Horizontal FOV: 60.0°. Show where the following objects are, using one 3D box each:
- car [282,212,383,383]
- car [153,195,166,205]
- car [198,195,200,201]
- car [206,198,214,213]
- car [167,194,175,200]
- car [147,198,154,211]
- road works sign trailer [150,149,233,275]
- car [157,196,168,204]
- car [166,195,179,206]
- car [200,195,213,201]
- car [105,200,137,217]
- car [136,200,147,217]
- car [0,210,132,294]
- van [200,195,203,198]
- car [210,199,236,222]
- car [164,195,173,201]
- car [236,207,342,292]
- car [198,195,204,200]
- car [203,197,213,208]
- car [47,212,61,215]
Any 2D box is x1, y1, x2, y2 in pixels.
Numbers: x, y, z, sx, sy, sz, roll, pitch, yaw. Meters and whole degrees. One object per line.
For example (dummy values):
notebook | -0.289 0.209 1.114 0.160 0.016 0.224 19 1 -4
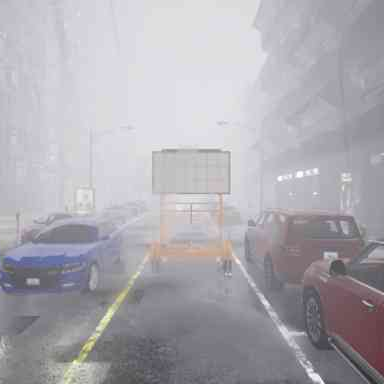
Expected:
car | 2.697 1.316 3.181 2.192 1.841 5.009 1 0 0
car | -5.787 1.427 54.111 1.967 1.590 4.097 1 0 0
car | 2.546 1.549 76.718 1.802 1.307 4.206 1 0 0
car | 2.637 1.566 31.464 1.947 1.339 4.313 1 0 0
car | -5.865 1.387 93.707 1.967 1.590 4.097 1 0 0
car | -5.755 1.563 37.138 1.947 1.339 4.313 1 0 0
road works sign trailer | -0.020 0.466 10.397 2.380 3.560 2.880 0 0 0
car | -5.811 1.560 65.424 1.802 1.307 4.206 1 0 0
car | -3.112 1.586 56.020 1.895 1.301 4.718 0 0 0
car | 2.603 1.556 48.435 1.947 1.339 4.313 1 0 0
car | -5.733 1.584 25.825 1.802 1.307 4.206 1 0 0
car | -5.743 1.545 31.481 1.887 1.381 4.507 1 0 0
car | -3.119 1.479 9.021 1.882 1.535 5.008 0 0 0
van | 2.595 1.328 54.092 1.690 1.788 3.998 1 0 0
car | 2.649 1.527 25.978 1.752 1.417 4.829 1 0 0
car | -5.845 1.543 82.392 1.802 1.307 4.206 1 0 0
car | 2.685 1.317 8.838 2.192 1.841 5.009 1 0 0
car | 2.513 1.528 93.688 1.802 1.307 4.206 1 0 0
car | 2.626 1.548 37.121 2.008 1.369 4.403 1 0 0
car | -5.709 1.547 14.511 1.887 1.381 4.507 1 0 0
